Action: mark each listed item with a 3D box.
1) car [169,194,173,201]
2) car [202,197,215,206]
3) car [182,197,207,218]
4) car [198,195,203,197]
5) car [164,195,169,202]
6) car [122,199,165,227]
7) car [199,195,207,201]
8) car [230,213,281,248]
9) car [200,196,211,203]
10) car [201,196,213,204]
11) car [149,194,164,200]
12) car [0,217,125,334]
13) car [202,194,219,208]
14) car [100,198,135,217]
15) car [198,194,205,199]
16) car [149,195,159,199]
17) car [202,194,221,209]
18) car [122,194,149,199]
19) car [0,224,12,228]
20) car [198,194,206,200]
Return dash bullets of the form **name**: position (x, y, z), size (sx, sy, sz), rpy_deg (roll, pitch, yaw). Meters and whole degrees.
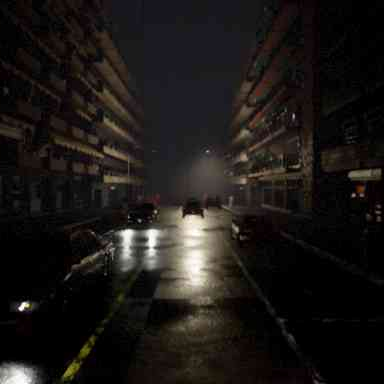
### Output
- **car**: position (-5.739, 1.409, 70.925), size (1.947, 1.339, 4.313), rpy_deg (-1, 0, 0)
- **car**: position (2.617, 1.454, 53.993), size (1.947, 1.339, 4.313), rpy_deg (-1, 0, 0)
- **car**: position (0.091, 1.469, 29.536), size (1.812, 1.442, 4.674), rpy_deg (0, 0, 0)
- **car**: position (0.078, 1.421, 42.652), size (1.837, 1.490, 4.892), rpy_deg (0, 0, 0)
- **car**: position (-5.733, 1.418, 59.594), size (1.887, 1.381, 4.507), rpy_deg (-1, 0, 0)
- **car**: position (-3.111, 1.462, 22.218), size (1.837, 1.490, 4.892), rpy_deg (0, 0, 0)
- **car**: position (2.637, 1.376, 82.315), size (1.947, 1.339, 4.313), rpy_deg (-1, 0, 0)
- **car**: position (2.637, 1.555, 14.343), size (1.802, 1.307, 4.206), rpy_deg (-1, 0, 0)
- **car**: position (2.617, 1.424, 65.322), size (1.947, 1.339, 4.313), rpy_deg (-1, 0, 0)
- **car**: position (2.614, 1.418, 59.658), size (1.887, 1.381, 4.507), rpy_deg (-1, 0, 0)
- **car**: position (-5.732, 1.217, 48.264), size (2.192, 1.841, 5.009), rpy_deg (-1, 0, 0)
- **car**: position (-3.099, 1.534, 7.284), size (2.033, 1.411, 5.357), rpy_deg (0, 0, 0)
- **car**: position (2.615, 1.217, 48.329), size (2.192, 1.841, 5.009), rpy_deg (-1, 0, 0)
- **car**: position (-5.717, 1.477, 25.436), size (1.752, 1.417, 4.829), rpy_deg (-1, 0, 0)
- **car**: position (2.630, 1.358, 93.645), size (1.802, 1.307, 4.206), rpy_deg (-1, 0, 0)
- **car**: position (-5.725, 1.460, 42.601), size (1.887, 1.381, 4.507), rpy_deg (-1, 0, 0)
- **car**: position (2.618, 1.230, 42.663), size (2.192, 1.841, 5.009), rpy_deg (-1, 0, 0)
- **car**: position (-5.723, 1.255, 31.271), size (2.192, 1.841, 5.009), rpy_deg (-1, 0, 0)
- **car**: position (-5.708, 1.529, 8.614), size (1.887, 1.381, 4.507), rpy_deg (-1, 0, 0)
- **car**: position (2.632, 1.345, 87.981), size (2.008, 1.369, 4.403), rpy_deg (-1, 0, 0)
